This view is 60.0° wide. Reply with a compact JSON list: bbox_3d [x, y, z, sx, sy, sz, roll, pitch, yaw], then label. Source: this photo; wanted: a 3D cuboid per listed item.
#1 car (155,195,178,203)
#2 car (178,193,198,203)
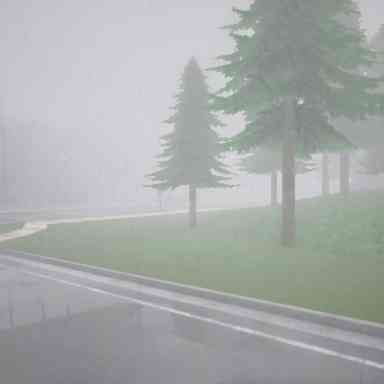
[{"bbox_3d":[-5.518,1.349,68.085,2.097,1.767,4.553,0,0,35],"label":"car"},{"bbox_3d":[-0.868,1.325,68.604,2.150,2.045,5.566,0,0,35],"label":"car"}]
